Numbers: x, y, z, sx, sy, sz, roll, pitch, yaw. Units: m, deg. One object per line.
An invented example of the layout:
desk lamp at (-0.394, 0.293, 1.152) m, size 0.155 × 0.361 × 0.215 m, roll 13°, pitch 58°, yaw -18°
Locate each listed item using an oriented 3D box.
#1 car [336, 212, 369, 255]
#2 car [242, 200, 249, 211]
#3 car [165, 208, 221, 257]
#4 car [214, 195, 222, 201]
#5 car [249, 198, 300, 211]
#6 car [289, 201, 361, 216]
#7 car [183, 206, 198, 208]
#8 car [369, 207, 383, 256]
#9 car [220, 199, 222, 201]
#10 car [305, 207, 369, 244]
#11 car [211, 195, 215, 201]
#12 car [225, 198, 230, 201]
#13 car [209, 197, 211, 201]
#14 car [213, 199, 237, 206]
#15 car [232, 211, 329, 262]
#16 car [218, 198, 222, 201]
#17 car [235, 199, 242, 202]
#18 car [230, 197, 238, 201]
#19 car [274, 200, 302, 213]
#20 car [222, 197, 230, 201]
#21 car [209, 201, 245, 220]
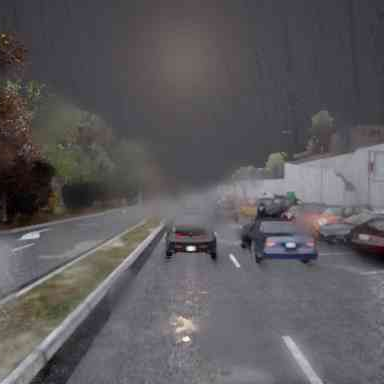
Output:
car at (8.053, 1.631, 12.149) m, size 4.792 × 1.488 × 2.163 m, roll 1°, pitch -1°, yaw -20°
car at (8.074, 1.853, 33.206) m, size 5.366 × 1.575 × 1.946 m, roll 1°, pitch -1°, yaw -20°
car at (-0.033, 1.635, 13.485) m, size 1.837 × 1.490 × 4.892 m, roll 0°, pitch 0°, yaw 0°
car at (7.750, 2.056, 63.166) m, size 5.566 × 2.045 × 2.435 m, roll 1°, pitch -1°, yaw -20°
car at (7.965, 1.517, 27.158) m, size 5.566 × 2.045 × 2.435 m, roll 1°, pitch -1°, yaw -20°
car at (8.025, 1.536, 18.144) m, size 4.553 × 1.767 × 2.185 m, roll 1°, pitch 0°, yaw -20°
car at (-0.124, 1.865, 28.482) m, size 1.994 × 1.385 × 4.181 m, roll 0°, pitch -1°, yaw 0°
car at (8.073, 1.322, 9.148) m, size 5.566 × 2.045 × 2.435 m, roll 1°, pitch -1°, yaw -20°
car at (7.760, 2.279, 57.139) m, size 4.674 × 1.452 × 2.002 m, roll 1°, pitch 0°, yaw -20°
car at (8.017, 1.632, 15.133) m, size 4.892 × 1.521 × 2.231 m, roll 1°, pitch 0°, yaw -20°
car at (7.645, 2.126, 72.145) m, size 5.566 × 2.045 × 2.435 m, roll 1°, pitch 0°, yaw -20°
car at (7.804, 2.098, 48.140) m, size 5.008 × 1.535 × 2.097 m, roll 1°, pitch -1°, yaw -20°
car at (7.569, 2.436, 84.160) m, size 4.792 × 1.488 × 2.163 m, roll 1°, pitch 0°, yaw -20°
car at (7.802, 2.396, 78.238) m, size 5.366 × 1.575 × 1.946 m, roll 1°, pitch 0°, yaw -20°
car at (2.963, 1.665, 12.501) m, size 2.033 × 1.411 × 5.357 m, roll 0°, pitch -1°, yaw 0°
car at (7.765, 2.303, 60.164) m, size 4.792 × 1.488 × 2.163 m, roll 1°, pitch -1°, yaw -20°
car at (7.710, 1.890, 36.069) m, size 5.366 × 1.575 × 1.946 m, roll 1°, pitch -1°, yaw -20°
car at (7.845, 1.694, 39.126) m, size 5.566 × 2.045 × 2.435 m, roll 1°, pitch -1°, yaw -20°
car at (7.944, 1.568, 21.130) m, size 4.553 × 1.767 × 2.185 m, roll 1°, pitch -1°, yaw -20°
car at (7.808, 2.068, 54.153) m, size 4.553 × 1.767 × 2.185 m, roll 1°, pitch -1°, yaw -20°
car at (2.876, 1.793, 28.521) m, size 2.128 × 1.511 × 4.902 m, roll 0°, pitch -1°, yaw 0°
